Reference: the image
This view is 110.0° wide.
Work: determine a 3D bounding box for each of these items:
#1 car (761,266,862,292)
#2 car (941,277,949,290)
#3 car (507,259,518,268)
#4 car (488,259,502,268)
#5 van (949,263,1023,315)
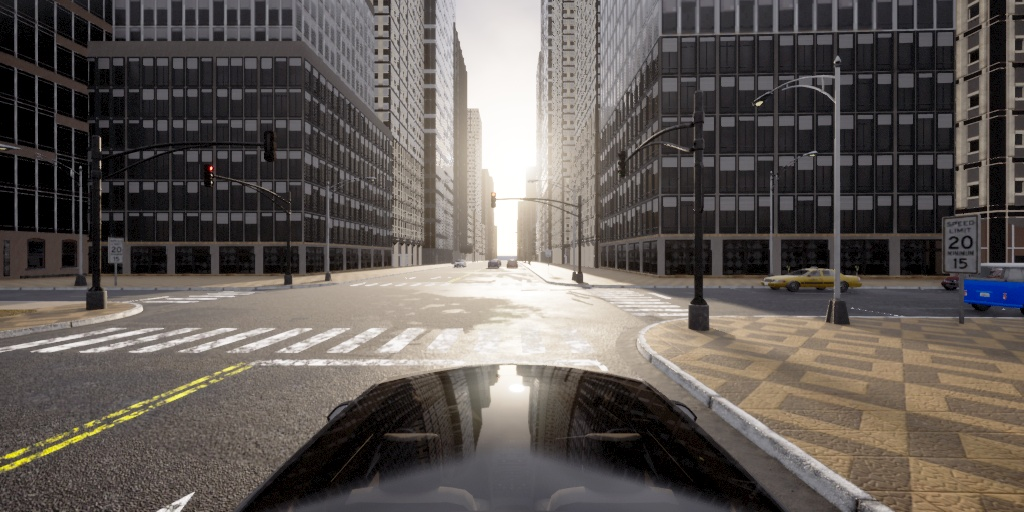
[{"bbox_3d":[17.101,1.293,20.635,4.829,1.417,1.751,0,0,2],"label":"car"},{"bbox_3d":[26.935,1.356,20.143,4.207,1.307,1.802,0,0,2],"label":"car"},{"bbox_3d":[0.045,1.425,63.647,1.994,1.385,4.181,0,0,0],"label":"car"},{"bbox_3d":[-3.206,1.335,62.817,1.882,1.535,5.008,0,0,0],"label":"car"},{"bbox_3d":[18.366,1.119,12.462,3.998,1.789,1.690,0,0,2],"label":"van"}]
